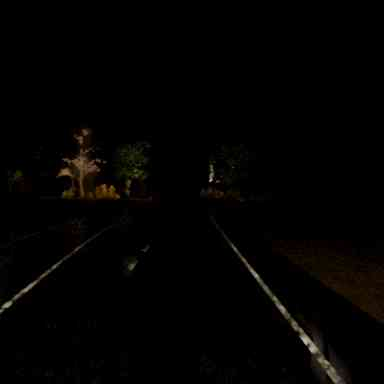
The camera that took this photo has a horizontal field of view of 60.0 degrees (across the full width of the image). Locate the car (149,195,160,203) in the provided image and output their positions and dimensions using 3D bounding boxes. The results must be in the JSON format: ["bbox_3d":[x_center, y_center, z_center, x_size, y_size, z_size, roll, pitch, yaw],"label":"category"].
[{"bbox_3d":[-7.299,1.427,65.163,1.882,1.535,5.008,1,0,0],"label":"car"}]
